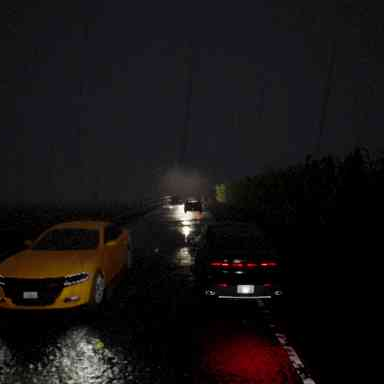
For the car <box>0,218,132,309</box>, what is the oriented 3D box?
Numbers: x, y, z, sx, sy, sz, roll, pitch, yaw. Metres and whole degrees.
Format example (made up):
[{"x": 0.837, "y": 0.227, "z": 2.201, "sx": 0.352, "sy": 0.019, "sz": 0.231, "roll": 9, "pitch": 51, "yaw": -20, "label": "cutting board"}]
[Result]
[{"x": -2.742, "y": 1.477, "z": 8.151, "sx": 1.882, "sy": 1.535, "sz": 5.008, "roll": 0, "pitch": 0, "yaw": 0, "label": "car"}]

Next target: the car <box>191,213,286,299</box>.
[{"x": 0.971, "y": 1.505, "z": 8.426, "sx": 1.837, "sy": 1.490, "sz": 4.892, "roll": 0, "pitch": 0, "yaw": 0, "label": "car"}]

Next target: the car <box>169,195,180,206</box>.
[{"x": -2.698, "y": 1.354, "z": 55.283, "sx": 2.097, "sy": 1.767, "sz": 4.553, "roll": 0, "pitch": 0, "yaw": 0, "label": "car"}]

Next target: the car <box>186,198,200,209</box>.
[{"x": 0.116, "y": 1.526, "z": 45.768, "sx": 1.812, "sy": 1.442, "sz": 4.674, "roll": 0, "pitch": 0, "yaw": 0, "label": "car"}]

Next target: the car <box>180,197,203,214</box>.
[{"x": 0.109, "y": 1.491, "z": 35.594, "sx": 2.128, "sy": 1.511, "sz": 4.902, "roll": 0, "pitch": 0, "yaw": 0, "label": "car"}]
